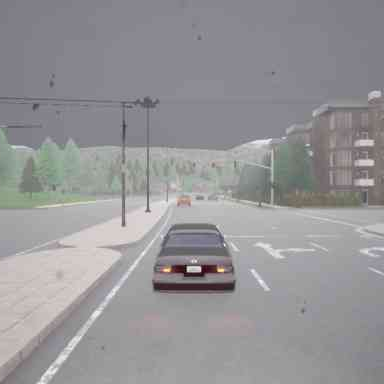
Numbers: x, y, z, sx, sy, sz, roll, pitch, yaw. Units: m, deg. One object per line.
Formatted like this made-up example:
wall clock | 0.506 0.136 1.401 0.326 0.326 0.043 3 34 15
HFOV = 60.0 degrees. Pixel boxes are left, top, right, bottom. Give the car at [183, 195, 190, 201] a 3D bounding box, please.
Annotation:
car | -1.457 1.522 85.546 1.812 1.442 4.674 0 0 0

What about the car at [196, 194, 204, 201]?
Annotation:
car | 2.043 1.476 85.582 1.882 1.535 5.008 0 0 0

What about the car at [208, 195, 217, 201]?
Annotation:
car | 5.543 1.538 85.587 2.033 1.411 5.357 0 0 0

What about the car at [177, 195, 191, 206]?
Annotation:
car | -1.317 1.351 54.721 2.097 1.767 4.553 0 0 -1

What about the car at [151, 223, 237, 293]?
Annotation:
car | 0.048 1.547 8.975 2.033 1.411 5.357 0 0 0
